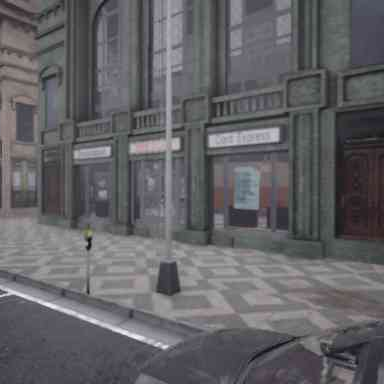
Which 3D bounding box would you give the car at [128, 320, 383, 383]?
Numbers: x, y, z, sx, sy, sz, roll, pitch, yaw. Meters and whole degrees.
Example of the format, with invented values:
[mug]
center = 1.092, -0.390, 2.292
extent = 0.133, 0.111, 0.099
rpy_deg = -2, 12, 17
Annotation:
[car]
center = 1.427, 1.552, 1.949
extent = 4.403, 1.369, 2.008
rpy_deg = 1, 0, 36
